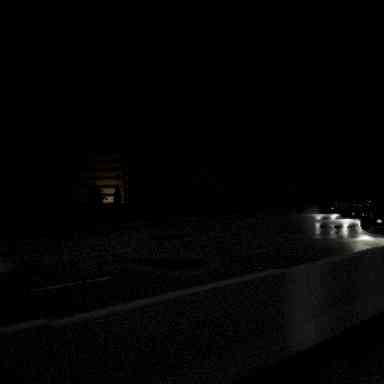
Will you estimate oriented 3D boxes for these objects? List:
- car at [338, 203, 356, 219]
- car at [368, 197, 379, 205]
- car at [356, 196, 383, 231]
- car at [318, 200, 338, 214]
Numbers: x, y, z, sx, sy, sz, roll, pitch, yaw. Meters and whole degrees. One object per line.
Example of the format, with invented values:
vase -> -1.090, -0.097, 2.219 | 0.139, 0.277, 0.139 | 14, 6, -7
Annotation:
car -> 14.761, 1.659, 29.778 | 1.994, 1.385, 4.181 | 0, 0, 34
car -> 35.587, 1.699, 65.111 | 1.837, 1.490, 4.892 | 0, 0, 30
car -> 12.172, 1.275, 20.588 | 2.150, 2.045, 5.566 | 0, 0, 40
car -> 15.292, 1.644, 37.013 | 1.837, 1.490, 4.892 | 0, 0, 31
